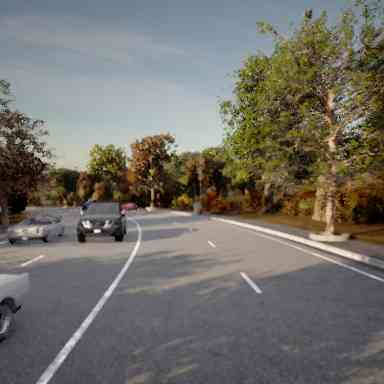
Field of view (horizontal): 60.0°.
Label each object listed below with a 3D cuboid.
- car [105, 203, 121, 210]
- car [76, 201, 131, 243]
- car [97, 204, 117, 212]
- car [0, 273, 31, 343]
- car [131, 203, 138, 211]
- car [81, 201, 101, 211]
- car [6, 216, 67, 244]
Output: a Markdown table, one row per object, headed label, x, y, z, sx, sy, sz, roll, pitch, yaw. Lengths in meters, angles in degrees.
| label | x | y | z | sx | sy | sz | roll | pitch | yaw |
| --- | --- | --- | --- | --- | --- | --- | --- | --- | --- |
| car | -16.838 | 3.108 | 70.774 | 1.895 | 1.301 | 4.718 | -2 | -1 | -34 |
| car | -4.858 | 1.577 | 18.617 | 2.150 | 2.045 | 5.566 | 0 | -1 | -7 |
| car | -16.197 | 2.964 | 63.049 | 2.033 | 1.411 | 5.357 | -2 | -1 | -32 |
| car | -3.745 | 1.649 | 3.722 | 1.895 | 1.301 | 4.718 | 0 | -1 | -2 |
| car | -11.578 | 2.781 | 61.927 | 1.812 | 1.442 | 4.674 | -1 | -1 | -29 |
| car | -21.937 | 2.941 | 72.057 | 2.150 | 2.045 | 5.566 | -2 | -1 | -37 |
| car | -8.351 | 1.987 | 18.222 | 1.895 | 1.301 | 4.718 | 0 | -1 | -8 |
